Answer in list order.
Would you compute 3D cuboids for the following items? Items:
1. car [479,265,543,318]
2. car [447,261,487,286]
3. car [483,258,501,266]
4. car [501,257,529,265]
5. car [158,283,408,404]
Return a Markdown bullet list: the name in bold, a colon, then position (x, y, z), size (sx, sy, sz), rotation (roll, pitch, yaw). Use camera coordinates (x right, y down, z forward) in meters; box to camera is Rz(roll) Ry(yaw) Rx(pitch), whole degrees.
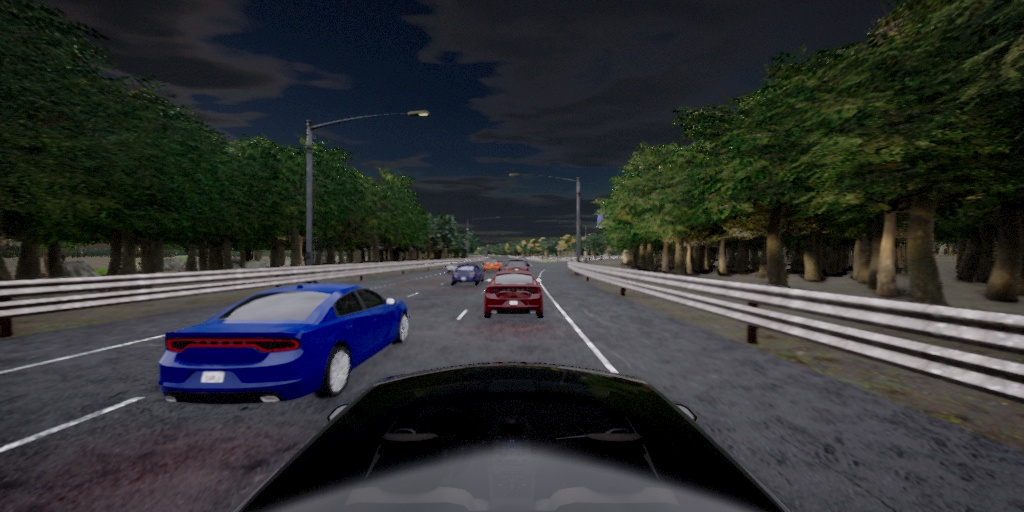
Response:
- **car**: position (0.075, 1.254, 13.149), size (1.882, 1.535, 5.008), rotation (0, 0, 1)
- **car**: position (-3.098, 1.284, 25.555), size (1.812, 1.442, 4.674), rotation (0, 0, 1)
- **car**: position (-2.390, 1.081, 46.299), size (2.097, 1.767, 4.553), rotation (0, 0, 2)
- **car**: position (0.428, 1.111, 30.442), size (2.097, 1.767, 4.553), rotation (0, 0, 2)
- **car**: position (-3.378, 1.229, 6.538), size (1.882, 1.535, 5.008), rotation (0, 0, 0)
